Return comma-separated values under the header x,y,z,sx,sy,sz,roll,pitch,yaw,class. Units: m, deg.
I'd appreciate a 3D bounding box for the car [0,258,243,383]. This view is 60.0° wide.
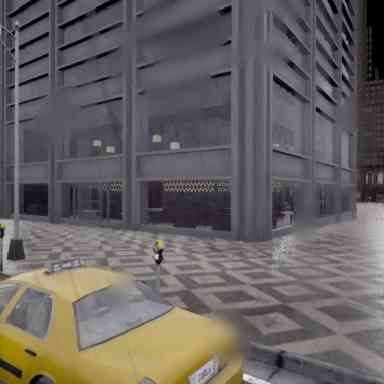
x,y,z,sx,sy,sz,roll,pitch,yaw,class
-1.763,1.525,4.224,4.829,1.417,1.752,0,0,36,car
